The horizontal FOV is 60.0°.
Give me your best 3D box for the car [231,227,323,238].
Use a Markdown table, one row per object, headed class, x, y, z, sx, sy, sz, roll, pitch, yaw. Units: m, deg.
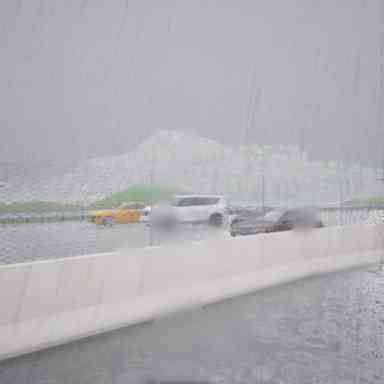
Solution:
| class | x | y | z | sx | sy | sz | roll | pitch | yaw |
| --- | --- | --- | --- | --- | --- | --- | --- | --- | --- |
| car | 3.839 | 1.503 | 14.702 | 4.674 | 1.442 | 1.812 | 0 | 0 | -31 |
